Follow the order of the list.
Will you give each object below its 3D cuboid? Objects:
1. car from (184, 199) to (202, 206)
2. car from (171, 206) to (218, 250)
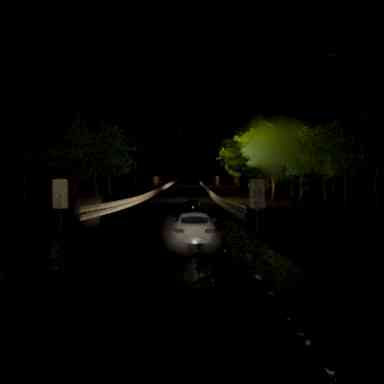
[{"bbox_3d":[0.099,1.423,35.069,1.994,1.385,4.181,0,1,0],"label":"car"},{"bbox_3d":[0.098,1.548,14.210,1.812,1.442,4.674,0,0,0],"label":"car"}]
